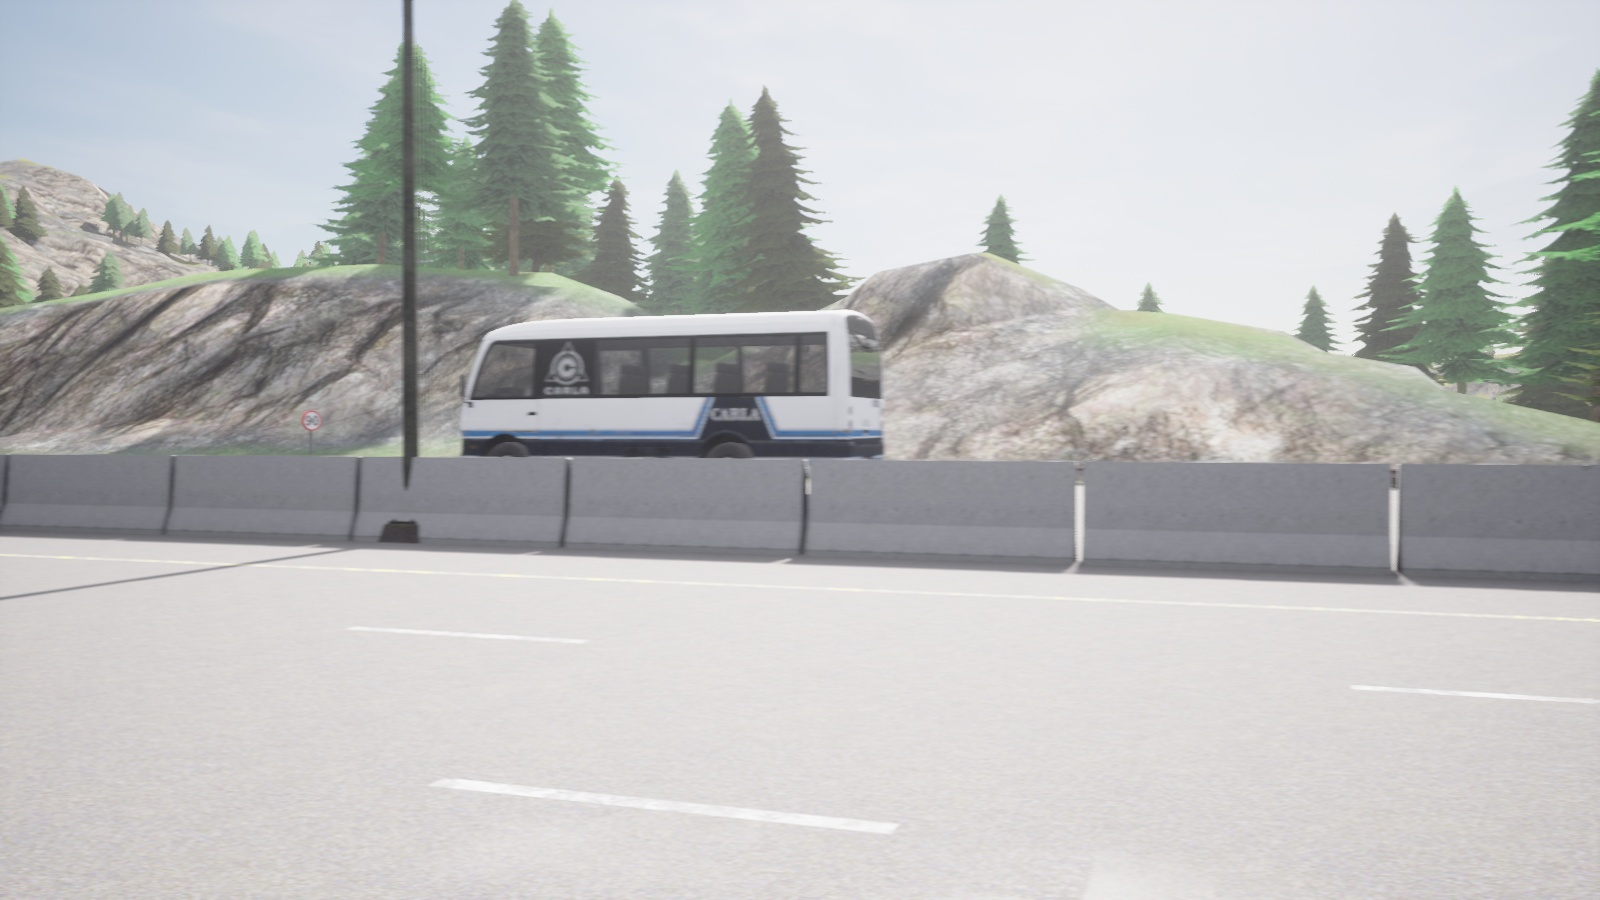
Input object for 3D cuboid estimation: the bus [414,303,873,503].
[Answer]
[{"bbox_3d":[-3.734,-1.083,30.271,10.273,4.253,3.944,1,1,19],"label":"bus"}]
